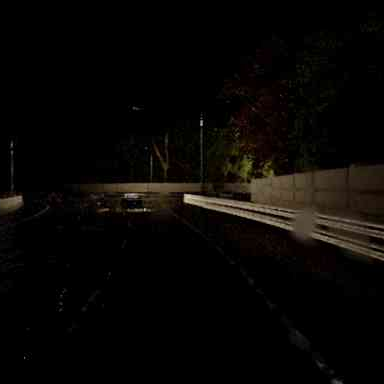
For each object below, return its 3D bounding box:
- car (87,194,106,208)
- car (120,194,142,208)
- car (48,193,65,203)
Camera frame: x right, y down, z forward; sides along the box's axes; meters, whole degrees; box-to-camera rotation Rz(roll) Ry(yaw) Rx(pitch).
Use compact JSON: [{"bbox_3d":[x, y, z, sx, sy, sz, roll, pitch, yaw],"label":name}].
[{"bbox_3d":[-11.193,0.993,39.050,1.837,1.490,4.892,0,1,-21],"label":"car"},{"bbox_3d":[-6.897,0.983,37.536,2.128,1.511,4.902,0,1,-20],"label":"car"},{"bbox_3d":[-20.759,0.864,51.004,1.837,1.490,4.892,0,1,-30],"label":"car"}]
